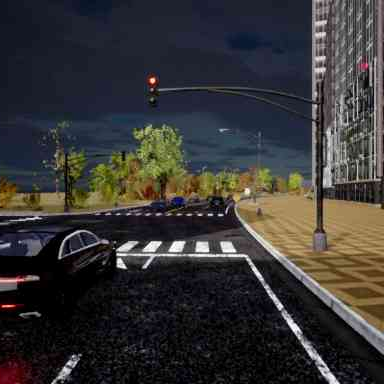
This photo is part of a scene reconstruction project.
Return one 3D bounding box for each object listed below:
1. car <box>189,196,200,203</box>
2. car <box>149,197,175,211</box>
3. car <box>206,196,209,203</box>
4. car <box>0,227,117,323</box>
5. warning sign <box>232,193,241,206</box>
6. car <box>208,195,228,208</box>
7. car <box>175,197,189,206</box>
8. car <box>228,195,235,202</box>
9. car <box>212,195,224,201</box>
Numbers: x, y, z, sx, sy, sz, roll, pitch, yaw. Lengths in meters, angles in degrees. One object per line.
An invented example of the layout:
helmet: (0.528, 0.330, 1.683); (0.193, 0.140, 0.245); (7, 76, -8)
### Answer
car: (0.406, 1.557, 68.325); (2.033, 1.411, 5.357); (0, 0, 11)
car: (-3.909, 1.548, 41.487); (2.033, 1.411, 5.357); (0, 0, 7)
car: (4.137, 1.484, 70.423); (1.882, 1.535, 5.008); (0, 0, 12)
car: (-2.989, 1.491, 7.163); (2.128, 1.511, 4.902); (0, 0, 1)
warning sign: (6.482, 1.123, 48.260); (1.300, 1.860, 1.060); (0, 0, 8)
car: (3.930, 1.484, 49.579); (1.882, 1.535, 5.008); (0, 0, 8)
car: (-2.252, 1.481, 53.375); (1.882, 1.535, 5.008); (0, 0, 9)
car: (9.658, 1.499, 80.412); (1.882, 1.535, 5.008); (0, 0, 14)
car: (6.347, 1.408, 80.538); (2.033, 1.411, 5.357); (0, 0, 14)
